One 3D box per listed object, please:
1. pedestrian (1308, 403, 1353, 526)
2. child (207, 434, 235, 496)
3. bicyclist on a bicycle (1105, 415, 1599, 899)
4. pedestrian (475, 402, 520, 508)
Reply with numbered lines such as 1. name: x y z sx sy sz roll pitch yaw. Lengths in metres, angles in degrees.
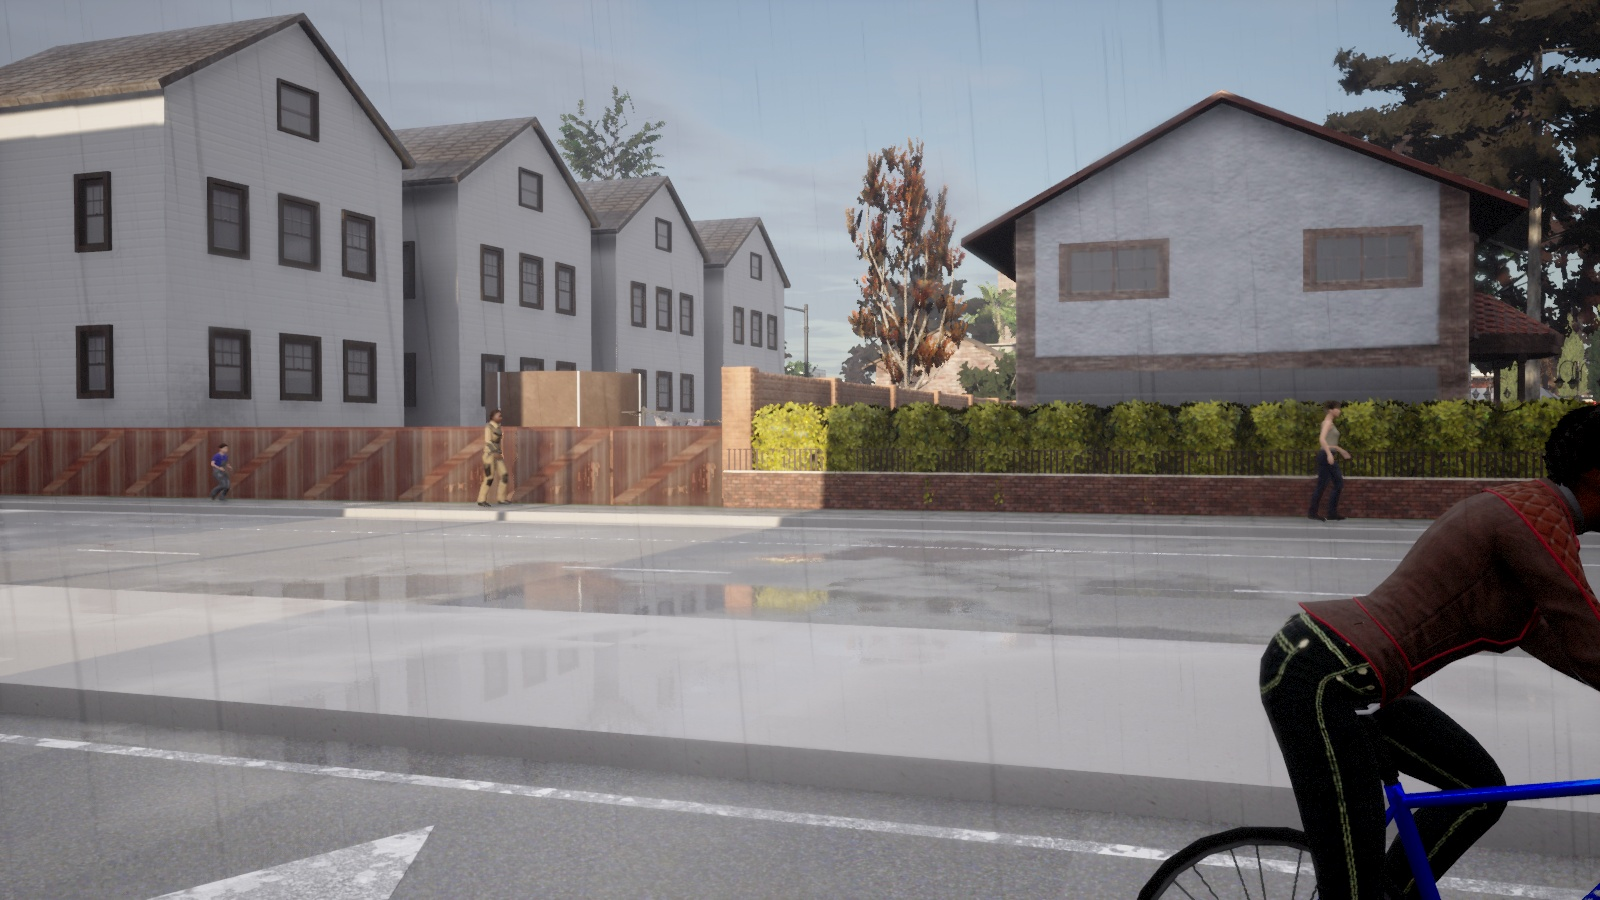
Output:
1. pedestrian: 8.014 0.208 18.971 0.594 1.836 0.345 1 1 20
2. child: -11.875 0.305 25.759 0.437 1.263 0.270 1 1 18
3. bicyclist on a bicycle: 1.527 0.742 2.678 1.656 1.620 0.582 1 1 19
4. pedestrian: -5.583 0.089 23.186 0.692 1.930 0.396 1 1 19
